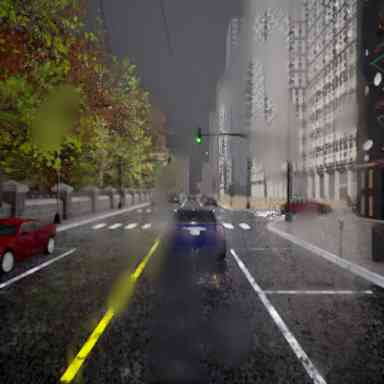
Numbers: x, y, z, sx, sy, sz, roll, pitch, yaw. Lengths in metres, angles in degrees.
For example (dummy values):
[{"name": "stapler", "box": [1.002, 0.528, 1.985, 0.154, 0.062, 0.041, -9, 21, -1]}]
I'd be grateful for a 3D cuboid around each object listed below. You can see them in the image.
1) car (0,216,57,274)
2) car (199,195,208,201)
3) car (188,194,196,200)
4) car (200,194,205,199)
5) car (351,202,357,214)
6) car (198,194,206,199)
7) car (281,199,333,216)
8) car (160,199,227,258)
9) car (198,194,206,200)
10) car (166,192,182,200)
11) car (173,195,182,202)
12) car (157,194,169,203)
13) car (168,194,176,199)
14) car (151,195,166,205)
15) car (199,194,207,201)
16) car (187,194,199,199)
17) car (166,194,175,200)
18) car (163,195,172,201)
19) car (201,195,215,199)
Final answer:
[{"name": "car", "box": [-5.816, 1.514, 10.485, 1.887, 1.381, 4.507, 0, 0, 0]}, {"name": "car", "box": [2.704, 1.369, 76.566, 1.887, 1.381, 4.507, 0, 0, 0]}, {"name": "car", "box": [0.013, 1.239, 85.689, 1.994, 1.385, 4.181, 0, 0, 0]}, {"name": "car", "box": [2.700, 1.430, 54.035, 1.947, 1.339, 4.313, 0, 0, 0]}, {"name": "car", "box": [14.677, 1.201, 25.809, 4.313, 1.339, 1.947, -1, 1, 0]}, {"name": "car", "box": [2.705, 1.353, 93.461, 2.008, 1.369, 4.403, 0, 0, 0]}, {"name": "car", "box": [9.702, 1.293, 28.247, 4.181, 1.385, 1.994, -1, 0, -5]}, {"name": "car", "box": [0.102, 1.315, 12.806, 2.097, 1.767, 4.553, 0, 0, 0]}, {"name": "car", "box": [2.706, 1.249, 87.829, 1.967, 1.590, 4.097, 0, 0, 0]}, {"name": "car", "box": [-3.053, 1.086, 54.669, 2.150, 2.045, 5.566, 0, 0, 0]}, {"name": "car", "box": [-2.991, 1.359, 70.189, 1.812, 1.442, 4.674, 0, 0, 0]}, {"name": "car", "box": [-5.678, 1.283, 65.301, 1.967, 1.590, 4.097, 0, 0, 0]}, {"name": "car", "box": [-5.675, 1.347, 93.463, 1.887, 1.381, 4.507, 0, 0, 0]}, {"name": "car", "box": [-5.681, 1.447, 54.036, 1.802, 1.307, 4.206, 0, 0, 0]}, {"name": "car", "box": [2.704, 1.256, 82.197, 1.967, 1.590, 4.097, 0, 0, 0]}, {"name": "car", "box": [0.011, 1.171, 75.589, 2.097, 1.767, 4.553, 0, 0, 0]}, {"name": "car", "box": [-5.675, 1.250, 87.830, 1.967, 1.590, 4.097, 0, 0, 0]}, {"name": "car", "box": [-5.677, 1.350, 76.397, 1.752, 1.417, 4.829, 0, 0, 0]}, {"name": "car", "box": [2.698, 1.442, 48.403, 1.947, 1.339, 4.313, 0, 0, 0]}]
